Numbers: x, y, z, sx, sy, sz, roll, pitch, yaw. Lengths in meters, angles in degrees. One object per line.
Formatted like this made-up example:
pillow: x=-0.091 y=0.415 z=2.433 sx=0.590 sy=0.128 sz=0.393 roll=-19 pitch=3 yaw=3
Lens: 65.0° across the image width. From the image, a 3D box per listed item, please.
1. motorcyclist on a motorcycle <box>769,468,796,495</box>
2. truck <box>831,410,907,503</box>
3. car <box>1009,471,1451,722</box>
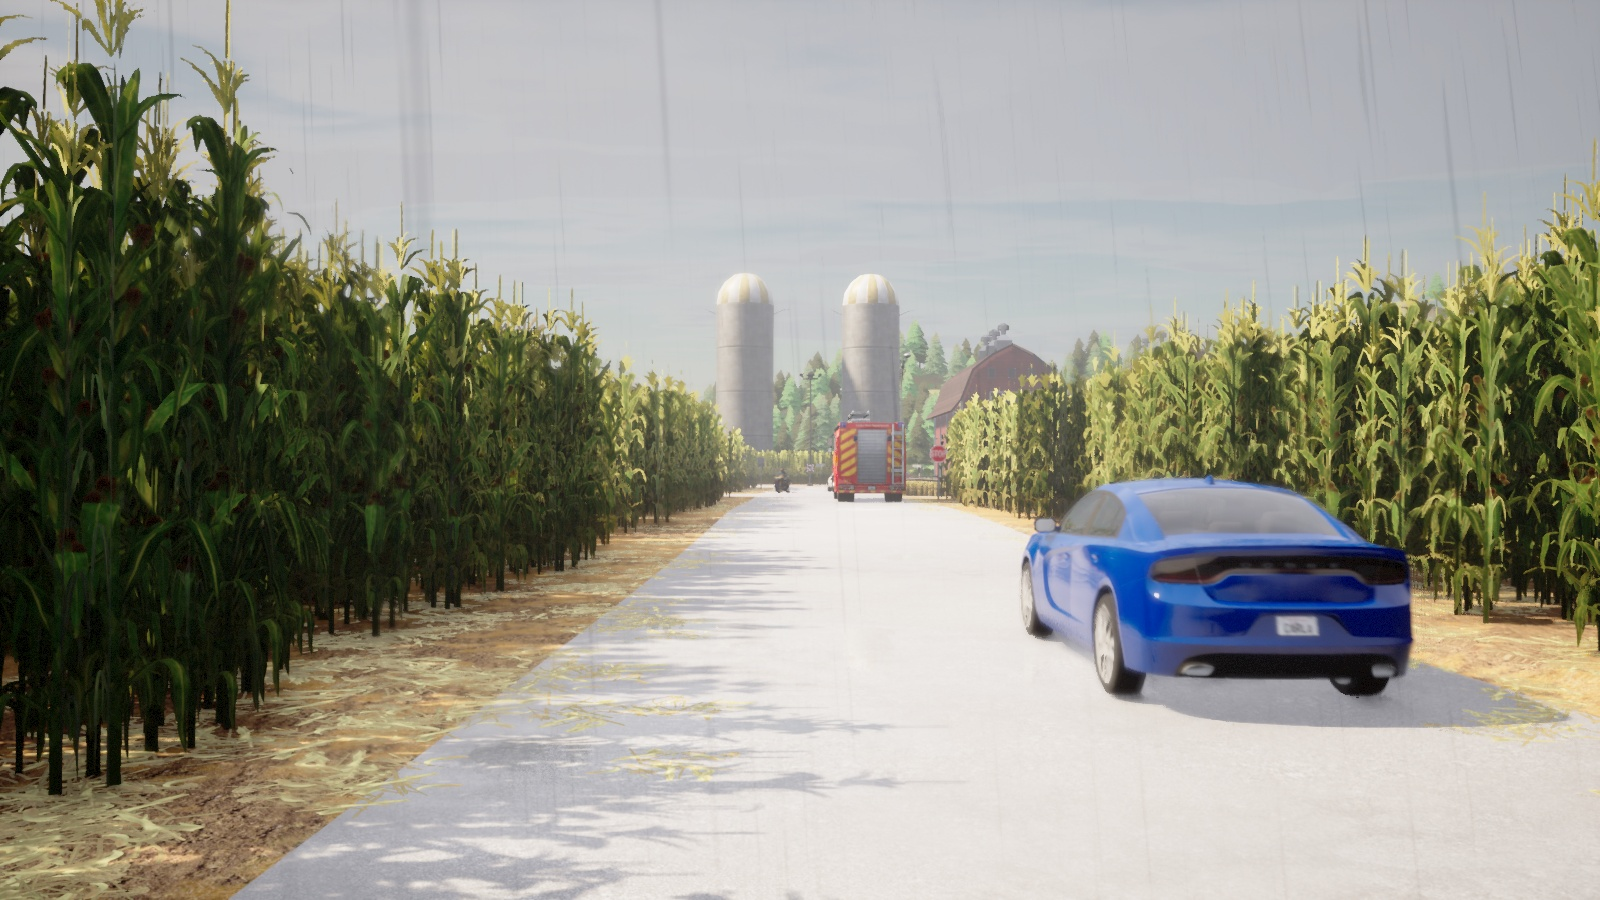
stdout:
motorcyclist on a motorcycle: x=-1.020 y=1.845 z=74.084 sx=0.866 sy=1.530 sz=2.191 roll=-2 pitch=-2 yaw=19
truck: x=2.958 y=0.317 z=56.112 sx=2.891 sy=3.827 sz=8.468 roll=0 pitch=-1 yaw=0
car: x=3.075 y=0.947 z=10.272 sx=1.882 sy=1.535 sz=5.008 roll=0 pitch=-1 yaw=0
